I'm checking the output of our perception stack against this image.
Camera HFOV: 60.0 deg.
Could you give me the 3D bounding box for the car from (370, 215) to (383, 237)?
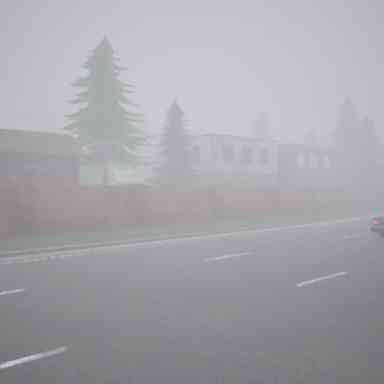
[{"bbox_3d":[10.451,1.376,15.493,5.357,1.411,2.033,-1,0,-34],"label":"car"}]
